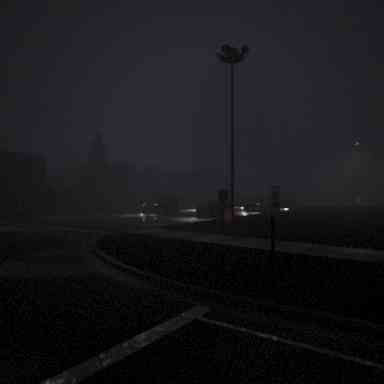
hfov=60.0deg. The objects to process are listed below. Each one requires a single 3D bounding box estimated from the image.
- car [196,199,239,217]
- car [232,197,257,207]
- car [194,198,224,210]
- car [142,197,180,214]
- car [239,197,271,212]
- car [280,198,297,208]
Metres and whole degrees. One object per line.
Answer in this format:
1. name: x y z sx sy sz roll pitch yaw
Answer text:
1. car: 2.256 1.484 31.619 1.882 1.535 5.008 0 0 35
2. car: 8.314 1.514 52.476 1.837 1.490 4.892 0 0 35
3. car: 2.318 1.573 43.930 1.994 1.385 4.181 0 0 35
4. car: -3.292 1.361 35.895 2.097 1.767 4.553 0 0 35
5. car: 7.881 1.359 39.674 2.097 1.767 4.553 0 0 35
6. car: 13.609 1.571 47.858 1.994 1.385 4.181 0 0 35
